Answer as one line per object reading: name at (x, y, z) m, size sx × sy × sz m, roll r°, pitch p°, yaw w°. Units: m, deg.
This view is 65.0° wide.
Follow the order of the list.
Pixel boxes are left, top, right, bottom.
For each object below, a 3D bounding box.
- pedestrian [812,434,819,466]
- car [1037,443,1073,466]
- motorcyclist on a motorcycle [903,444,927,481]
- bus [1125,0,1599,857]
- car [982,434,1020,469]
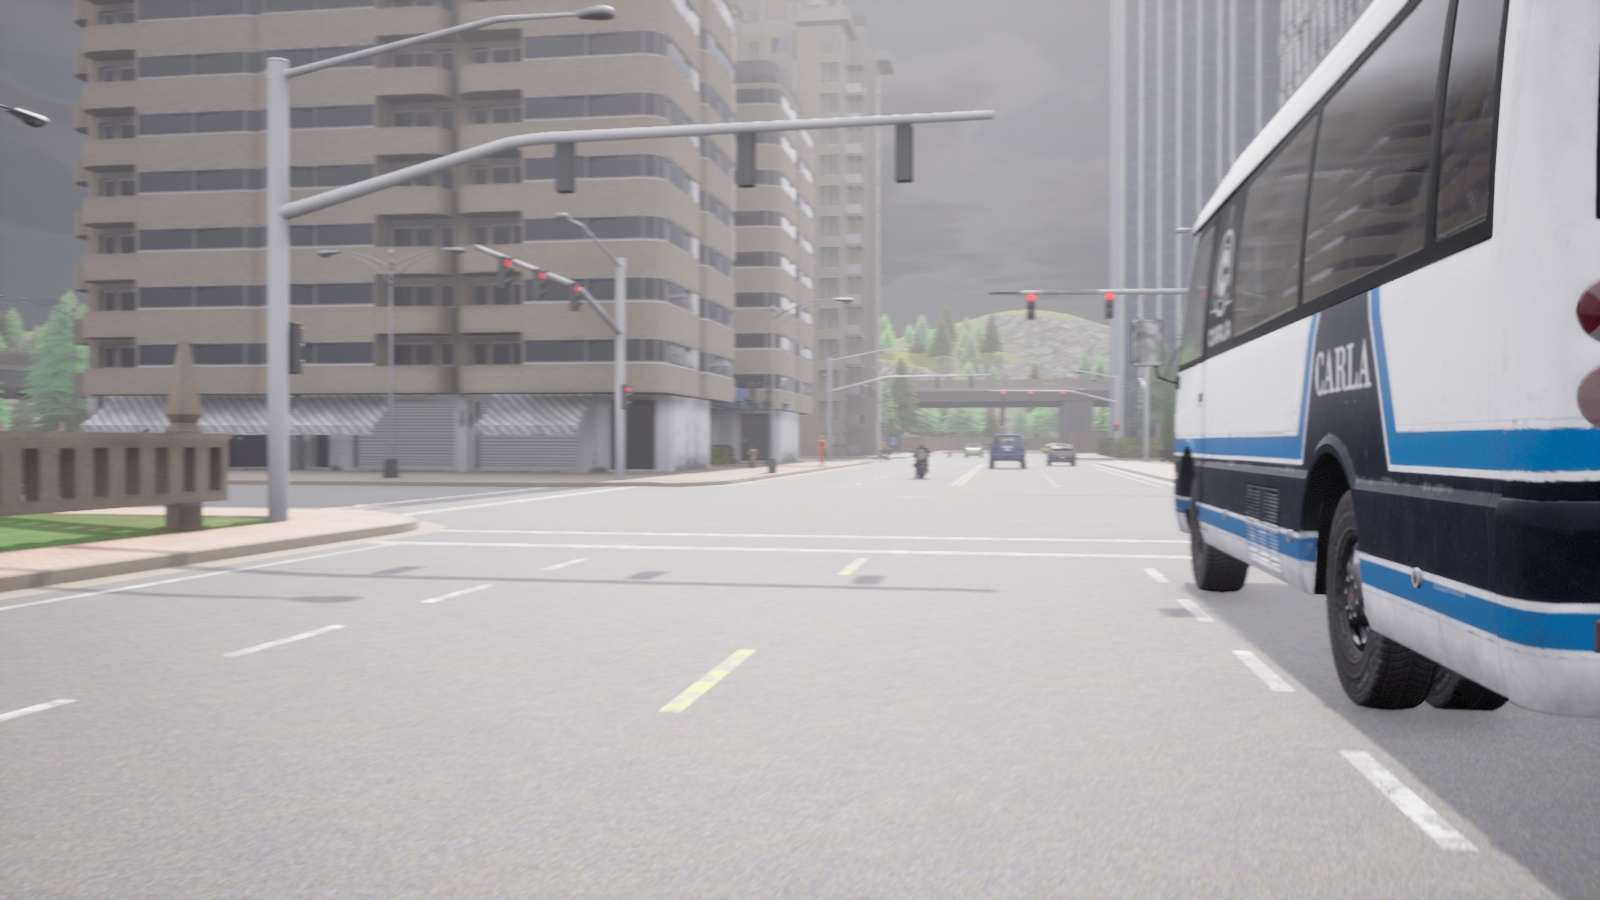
pedestrian at (0.898, -0.011, 72.706) m, size 0.345 × 1.836 × 0.594 m, roll 0°, pitch 0°, yaw 8°
car at (16.939, 0.282, 83.529) m, size 2.128 × 1.511 × 4.902 m, roll 0°, pitch 0°, yaw 9°
motorcyclist on a motorcycle at (4.812, 0.498, 52.369) m, size 0.866 × 1.530 × 2.191 m, roll 0°, pitch 0°, yaw 9°
bus at (4.966, -0.667, 9.410) m, size 3.944 × 4.253 × 10.273 m, roll 0°, pitch 0°, yaw 9°
car at (12.086, 0.075, 75.432) m, size 2.150 × 2.045 × 5.566 m, roll 0°, pitch 0°, yaw 9°
